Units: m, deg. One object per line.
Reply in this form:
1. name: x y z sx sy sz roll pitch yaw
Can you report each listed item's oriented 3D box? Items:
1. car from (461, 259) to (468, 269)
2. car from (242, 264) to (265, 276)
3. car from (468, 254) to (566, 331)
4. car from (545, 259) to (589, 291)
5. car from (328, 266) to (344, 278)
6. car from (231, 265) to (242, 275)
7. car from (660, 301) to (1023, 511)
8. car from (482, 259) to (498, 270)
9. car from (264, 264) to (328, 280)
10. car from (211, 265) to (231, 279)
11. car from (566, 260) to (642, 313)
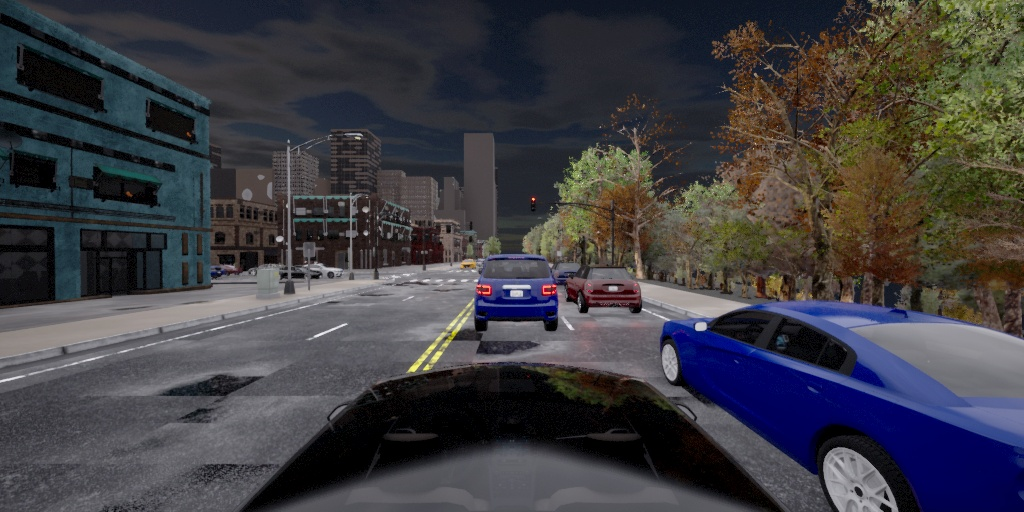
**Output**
1. car: -6.532 1.214 54.277 1.882 1.535 5.008 0 0 0
2. car: -28.239 1.556 41.764 4.403 1.370 2.007 0 0 0
3. car: 0.107 0.970 11.067 2.150 2.045 5.566 0 0 0
4. car: 3.373 1.098 22.867 2.097 1.767 4.553 0 0 0
5. car: -19.333 1.487 35.954 4.674 1.442 1.812 -1 1 -1
6. car: -33.774 1.650 41.777 4.207 1.307 1.802 0 0 0
7. car: 3.350 1.227 3.931 1.882 1.535 5.008 0 0 0
8. car: -3.272 1.227 54.543 2.128 1.511 4.902 0 0 1
9. car: -19.915 1.561 33.243 4.313 1.339 1.948 0 0 0
10. car: -32.127 1.330 35.974 5.566 2.045 2.150 -1 1 0
11. car: 3.362 1.100 14.029 2.097 1.767 4.553 0 0 0
